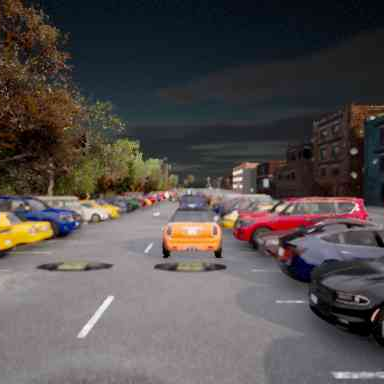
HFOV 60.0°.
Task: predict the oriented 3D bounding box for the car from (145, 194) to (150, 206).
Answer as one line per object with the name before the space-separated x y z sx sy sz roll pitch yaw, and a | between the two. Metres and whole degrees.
car | -8.539 1.397 44.522 5.008 1.535 2.097 0 0 0

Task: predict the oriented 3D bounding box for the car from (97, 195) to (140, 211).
car | -8.512 1.295 38.952 4.553 1.767 2.185 0 0 0

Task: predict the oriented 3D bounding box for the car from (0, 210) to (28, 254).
car | -8.536 1.513 10.979 5.008 1.535 2.097 0 0 0

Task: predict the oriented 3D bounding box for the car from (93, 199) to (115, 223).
car | -8.545 1.511 25.027 4.674 1.452 2.002 0 0 0

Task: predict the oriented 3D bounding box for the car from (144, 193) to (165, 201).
car | -8.515 1.115 75.156 4.553 1.767 2.185 0 0 0

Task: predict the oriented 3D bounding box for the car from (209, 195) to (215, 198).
car | 4.722 1.418 38.979 5.366 1.575 1.946 0 0 0

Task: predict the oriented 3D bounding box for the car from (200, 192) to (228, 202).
car | 4.562 1.021 69.594 5.566 2.045 2.435 0 0 0

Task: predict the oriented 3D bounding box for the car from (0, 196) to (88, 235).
car | -8.514 1.245 16.672 5.566 2.045 2.435 0 0 0

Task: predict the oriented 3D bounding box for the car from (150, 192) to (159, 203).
car | -8.517 1.108 52.877 5.566 2.045 2.435 0 0 0

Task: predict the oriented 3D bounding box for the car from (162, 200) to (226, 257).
car | 0.021 1.371 13.343 2.097 1.767 4.553 0 0 0

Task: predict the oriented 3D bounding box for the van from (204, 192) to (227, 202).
van | 4.651 1.062 66.811 4.442 1.987 1.878 0 0 0

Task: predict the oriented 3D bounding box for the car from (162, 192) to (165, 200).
car | -8.551 1.287 66.803 5.008 1.535 2.097 0 0 0

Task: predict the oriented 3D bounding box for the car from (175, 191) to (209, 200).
car | 0.010 1.207 27.502 2.150 2.045 5.566 0 1 0

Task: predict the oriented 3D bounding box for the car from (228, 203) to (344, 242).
car | 4.543 1.496 16.712 5.008 1.535 2.097 0 0 0

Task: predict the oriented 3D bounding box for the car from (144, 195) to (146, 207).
car | -8.547 1.449 41.737 4.674 1.452 2.002 0 0 0

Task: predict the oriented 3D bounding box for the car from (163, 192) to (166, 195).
car | -8.731 1.269 69.462 5.366 1.575 1.946 0 0 0

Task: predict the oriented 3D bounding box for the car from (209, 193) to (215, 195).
car | 4.567 1.284 41.761 4.553 1.767 2.185 0 0 0

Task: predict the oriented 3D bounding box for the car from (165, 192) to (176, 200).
car | -3.526 1.315 65.220 2.128 1.511 4.902 0 0 1

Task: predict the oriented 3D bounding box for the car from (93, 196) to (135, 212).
car | -8.572 1.471 33.380 4.792 1.488 2.163 0 0 0

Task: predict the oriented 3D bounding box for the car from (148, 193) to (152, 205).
car | -8.512 1.260 47.306 4.553 1.767 2.185 0 0 0

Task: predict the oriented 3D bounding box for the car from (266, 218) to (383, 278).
car | 4.568 1.547 8.360 4.792 1.488 2.163 0 0 0

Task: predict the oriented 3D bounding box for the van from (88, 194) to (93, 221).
van | -8.426 1.262 19.457 4.442 1.987 1.878 0 0 0

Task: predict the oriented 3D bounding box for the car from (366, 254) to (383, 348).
car | 4.545 1.501 2.783 5.008 1.535 2.097 0 0 0

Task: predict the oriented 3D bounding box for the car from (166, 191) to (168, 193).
car | -8.575 1.006 72.246 5.566 2.045 2.435 0 0 0

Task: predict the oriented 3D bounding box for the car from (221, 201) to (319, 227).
car | 4.352 1.485 19.495 5.366 1.575 1.946 0 0 0

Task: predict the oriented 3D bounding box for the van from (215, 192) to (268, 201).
van | 4.420 1.236 27.844 4.442 1.987 1.878 0 0 0

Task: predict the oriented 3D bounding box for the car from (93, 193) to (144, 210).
car | -8.515 1.180 36.167 5.566 2.045 2.435 0 0 0

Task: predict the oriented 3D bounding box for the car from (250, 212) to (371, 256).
car | 4.541 1.554 11.146 4.674 1.452 2.002 0 0 0

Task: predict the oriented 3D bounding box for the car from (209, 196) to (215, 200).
car | 4.542 1.442 33.411 5.008 1.535 2.097 0 0 0

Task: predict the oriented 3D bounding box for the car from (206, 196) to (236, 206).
car | 4.532 1.400 52.896 4.674 1.452 2.002 0 0 0

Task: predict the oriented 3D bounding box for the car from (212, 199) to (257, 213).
car | 4.534 1.472 36.196 4.674 1.452 2.002 0 0 0

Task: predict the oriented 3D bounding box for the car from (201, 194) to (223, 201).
car | 4.540 1.242 75.161 4.892 1.521 2.231 0 0 0

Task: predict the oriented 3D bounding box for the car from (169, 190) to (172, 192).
car | -8.576 0.927 86.295 5.566 2.045 2.435 0 0 0

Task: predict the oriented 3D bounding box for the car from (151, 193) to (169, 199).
car | -8.516 1.037 89.081 4.553 1.767 2.185 0 0 0

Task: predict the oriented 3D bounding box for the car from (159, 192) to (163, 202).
car | -8.516 1.332 64.016 4.792 1.488 2.163 0 0 0

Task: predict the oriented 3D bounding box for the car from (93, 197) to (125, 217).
car | -8.548 1.461 27.812 5.008 1.535 2.097 0 0 0

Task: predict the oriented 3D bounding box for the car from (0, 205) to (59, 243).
car | -8.727 1.502 13.888 5.366 1.575 1.946 0 0 0

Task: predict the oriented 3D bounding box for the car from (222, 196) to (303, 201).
car | 4.569 1.354 22.153 4.553 1.767 2.185 0 0 0

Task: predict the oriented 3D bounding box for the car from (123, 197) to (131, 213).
car | -8.550 1.452 30.598 4.892 1.521 2.231 0 0 0

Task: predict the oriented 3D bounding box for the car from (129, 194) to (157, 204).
car | -8.577 1.206 58.447 4.553 1.767 2.185 0 0 0

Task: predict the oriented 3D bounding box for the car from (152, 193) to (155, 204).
car | -8.549 1.372 50.091 5.008 1.535 2.097 0 0 0

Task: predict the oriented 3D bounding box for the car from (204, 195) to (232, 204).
car | 4.528 1.333 58.463 4.892 1.521 2.231 0 0 0

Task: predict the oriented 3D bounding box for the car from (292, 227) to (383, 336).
car | 4.544 1.513 5.573 5.008 1.535 2.097 0 0 0

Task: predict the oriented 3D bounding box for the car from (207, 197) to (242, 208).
car | 4.565 1.415 47.329 4.792 1.488 2.163 0 0 0

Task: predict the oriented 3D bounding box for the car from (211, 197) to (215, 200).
car | 4.532 1.452 30.628 5.008 1.535 2.097 0 0 0
